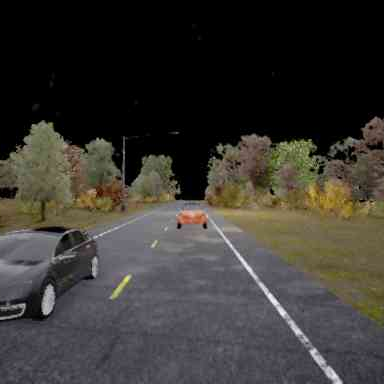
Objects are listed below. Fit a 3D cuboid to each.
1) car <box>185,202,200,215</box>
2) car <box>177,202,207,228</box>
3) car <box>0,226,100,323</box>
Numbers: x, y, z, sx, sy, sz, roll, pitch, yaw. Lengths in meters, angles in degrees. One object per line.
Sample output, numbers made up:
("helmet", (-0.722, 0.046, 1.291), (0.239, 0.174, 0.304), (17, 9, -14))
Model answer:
("car", (0.075, 2.023, 42.353), (1.812, 1.442, 4.674), (0, -1, 0))
("car", (0.031, 1.636, 24.721), (2.097, 1.767, 4.553), (0, -1, 1))
("car", (-3.517, 1.593, 7.575), (1.837, 1.490, 4.892), (0, -1, 0))
